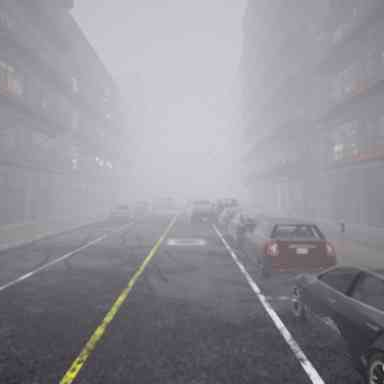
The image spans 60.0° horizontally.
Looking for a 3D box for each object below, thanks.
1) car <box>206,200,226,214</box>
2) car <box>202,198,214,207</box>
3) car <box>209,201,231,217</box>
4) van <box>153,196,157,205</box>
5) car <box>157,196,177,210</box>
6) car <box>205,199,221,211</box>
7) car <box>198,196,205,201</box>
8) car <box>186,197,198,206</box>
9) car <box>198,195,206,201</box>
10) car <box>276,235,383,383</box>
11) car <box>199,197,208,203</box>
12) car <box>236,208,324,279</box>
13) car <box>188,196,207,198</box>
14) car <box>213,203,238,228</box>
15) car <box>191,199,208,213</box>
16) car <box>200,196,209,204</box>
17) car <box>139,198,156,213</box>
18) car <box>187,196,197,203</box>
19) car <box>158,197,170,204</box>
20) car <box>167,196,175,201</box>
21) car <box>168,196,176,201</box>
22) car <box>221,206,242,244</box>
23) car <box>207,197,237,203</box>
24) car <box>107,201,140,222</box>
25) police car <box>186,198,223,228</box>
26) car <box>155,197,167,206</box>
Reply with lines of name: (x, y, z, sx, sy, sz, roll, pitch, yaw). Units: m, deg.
car: (2.699, 1.658, 38.448, 1.887, 1.381, 4.507, 1, 0, 0)
car: (2.698, 1.682, 55.631, 1.752, 1.417, 4.829, 1, 0, 0)
car: (2.699, 1.624, 32.948, 1.752, 1.417, 4.829, 1, 0, 0)
van: (-5.679, 1.497, 55.522, 1.690, 1.788, 3.998, 1, 0, 0)
car: (-3.089, 1.479, 44.310, 2.097, 1.767, 4.553, 0, 0, 0)
car: (2.698, 1.672, 44.119, 1.887, 1.381, 4.507, 1, 0, 0)
car: (2.696, 1.781, 95.157, 1.887, 1.381, 4.507, 1, 0, 0)
car: (-0.003, 1.654, 58.221, 2.128, 1.511, 4.902, 0, 0, 0)
car: (2.698, 1.666, 89.485, 1.967, 1.590, 4.097, 1, 0, 0)
car: (2.700, 1.582, 4.423, 1.947, 1.339, 4.313, 1, 0, 0)
car: (2.698, 1.786, 78.146, 1.802, 1.307, 4.206, 1, 0, 0)
car: (2.701, 1.474, 10.094, 1.967, 1.590, 4.097, 1, 0, 0)
car: (0.863, 1.451, 33.014, 2.097, 1.767, 4.553, 0, 0, 0)
car: (2.700, 1.618, 21.435, 2.008, 1.369, 4.403, 1, 0, 0)
car: (0.842, 1.620, 39.044, 1.837, 1.490, 4.892, 0, 0, 0)
car: (2.699, 1.633, 72.474, 1.967, 1.590, 4.097, 1, 0, 0)
car: (-5.681, 1.679, 38.507, 1.947, 1.339, 4.313, 1, 0, 0)
car: (-0.005, 1.646, 73.223, 1.994, 1.385, 4.181, 0, 0, 0)
car: (-5.682, 1.732, 66.864, 2.008, 1.369, 4.403, 1, 0, 0)
car: (-5.684, 1.792, 89.550, 1.947, 1.339, 4.313, 1, 0, 0)
car: (-5.683, 1.761, 95.051, 1.752, 1.417, 4.829, 1, 0, 0)
car: (2.700, 1.602, 15.765, 2.008, 1.369, 4.403, 1, 0, 0)
car: (2.702, 1.398, 27.107, 2.192, 1.841, 5.009, 1, 0, 0)
car: (-5.681, 1.665, 27.163, 1.802, 1.307, 4.206, 1, 0, 0)
police car: (0.697, 1.497, 23.140, 1.930, 1.638, 5.238, 0, 0, -2)
car: (-5.682, 1.714, 61.192, 1.887, 1.381, 4.507, 1, 0, 0)
